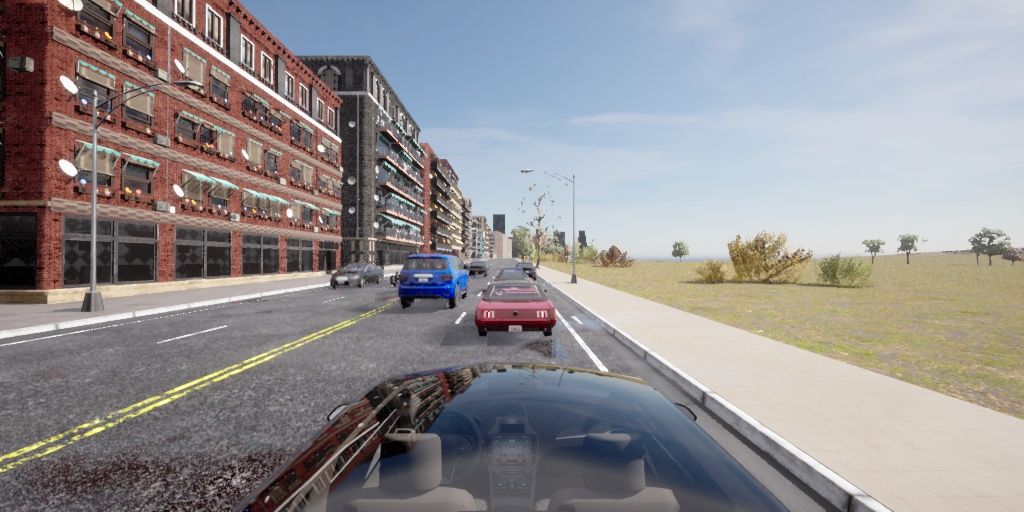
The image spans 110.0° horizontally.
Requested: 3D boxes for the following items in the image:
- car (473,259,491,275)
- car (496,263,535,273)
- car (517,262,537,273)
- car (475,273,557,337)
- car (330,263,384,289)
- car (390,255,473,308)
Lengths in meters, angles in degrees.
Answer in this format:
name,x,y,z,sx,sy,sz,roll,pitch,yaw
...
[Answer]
name,x,y,z,sx,sy,sz,roll,pitch,yaw
car,-3.248,1.260,35.527,1.837,1.490,4.892,0,0,0
car,0.037,1.317,20.353,1.994,1.385,4.181,0,0,0
car,1.054,1.259,30.347,1.837,1.490,4.892,0,0,0
car,0.076,1.352,10.322,1.895,1.301,4.718,0,0,0
car,-9.914,1.245,23.235,2.128,1.511,4.902,0,0,0
car,-3.191,0.971,15.519,2.150,2.045,5.566,0,0,0
